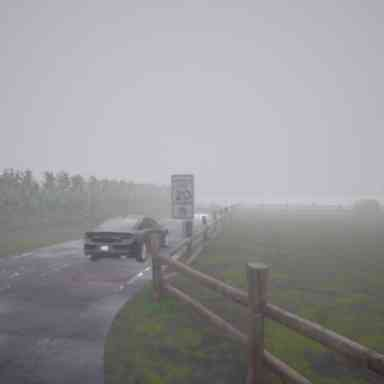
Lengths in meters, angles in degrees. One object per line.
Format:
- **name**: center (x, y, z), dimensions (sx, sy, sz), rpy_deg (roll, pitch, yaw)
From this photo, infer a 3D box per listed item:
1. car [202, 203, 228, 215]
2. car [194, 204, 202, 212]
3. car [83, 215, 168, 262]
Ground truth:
- **car**: center (3.020, 2.097, 42.138), dimensions (2.128, 1.511, 4.902), rpy_deg (-1, -1, 10)
- **car**: center (1.185, 2.323, 47.795), dimensions (1.895, 1.301, 4.718), rpy_deg (-1, -1, 10)
- **car**: center (-2.271, 1.614, 12.693), dimensions (1.882, 1.535, 5.008), rpy_deg (-1, -1, 10)
